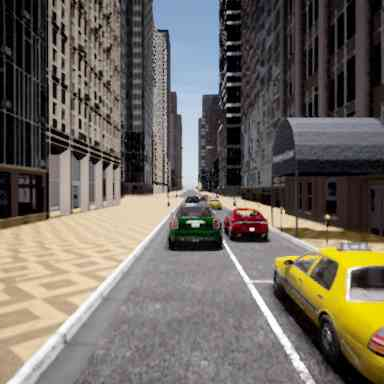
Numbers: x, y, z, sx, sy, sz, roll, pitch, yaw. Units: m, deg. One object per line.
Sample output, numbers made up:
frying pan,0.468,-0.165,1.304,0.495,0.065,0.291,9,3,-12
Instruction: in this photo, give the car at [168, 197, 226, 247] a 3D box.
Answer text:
car,0.094,1.271,14.776,2.097,1.767,4.553,0,0,-1

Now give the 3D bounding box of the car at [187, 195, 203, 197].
car,0.103,1.240,42.843,1.882,1.535,5.008,0,0,0

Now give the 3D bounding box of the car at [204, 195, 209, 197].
car,2.567,1.311,38.852,1.752,1.417,4.829,0,0,0

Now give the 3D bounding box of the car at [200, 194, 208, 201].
car,2.568,1.116,72.160,1.752,1.417,4.829,0,0,0

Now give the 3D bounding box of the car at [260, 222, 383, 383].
car,2.565,1.494,5.544,1.752,1.417,4.829,0,0,0

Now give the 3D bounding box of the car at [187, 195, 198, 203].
car,0.104,1.222,60.769,1.994,1.385,4.181,0,0,0

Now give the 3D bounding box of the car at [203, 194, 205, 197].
car,2.567,1.305,44.233,2.008,1.369,4.403,0,0,0

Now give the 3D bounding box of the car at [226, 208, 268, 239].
car,2.565,1.454,16.477,1.887,1.381,4.507,0,0,0

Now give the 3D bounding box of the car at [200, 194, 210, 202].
car,2.568,1.169,66.438,1.887,1.381,4.507,0,0,0
